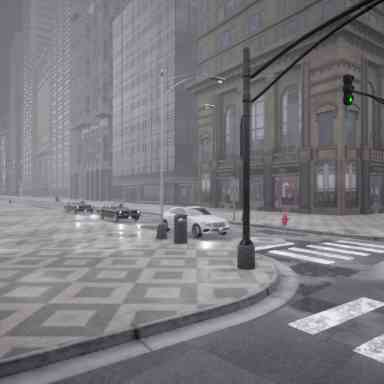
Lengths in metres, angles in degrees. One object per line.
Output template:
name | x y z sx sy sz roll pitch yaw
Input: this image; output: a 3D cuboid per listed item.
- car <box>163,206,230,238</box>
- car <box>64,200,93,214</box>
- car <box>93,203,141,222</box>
car | -0.013 1.475 17.770 1.812 1.442 4.674 0 0 -37
car | -11.646 1.497 34.182 1.895 1.301 4.718 0 0 -35
car | -5.766 1.522 25.891 1.895 1.301 4.718 0 0 -35
